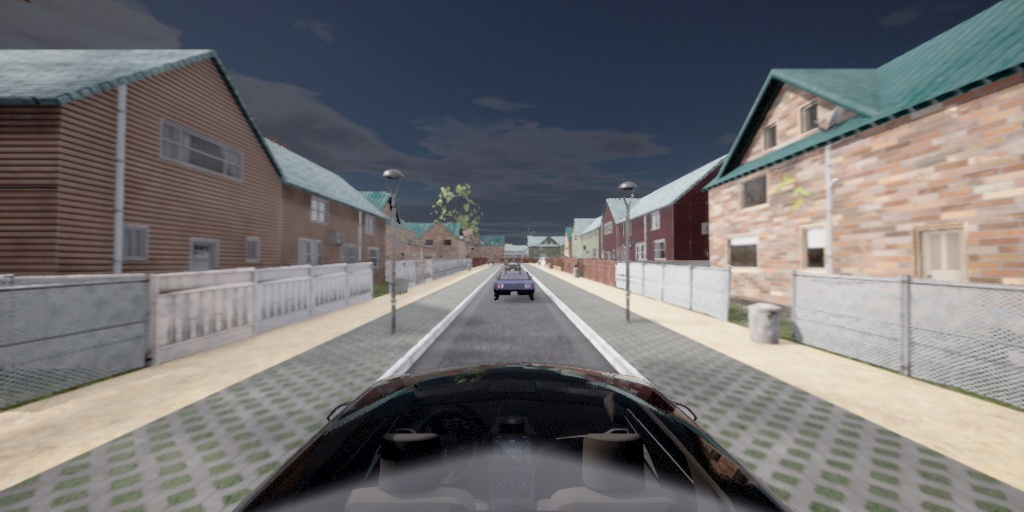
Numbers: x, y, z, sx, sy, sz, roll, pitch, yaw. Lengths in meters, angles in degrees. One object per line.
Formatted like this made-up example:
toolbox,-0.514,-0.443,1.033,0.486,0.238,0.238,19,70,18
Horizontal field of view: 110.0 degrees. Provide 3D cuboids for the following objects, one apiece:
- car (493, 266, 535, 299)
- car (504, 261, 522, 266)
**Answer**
car,0.098,1.359,17.923,1.895,1.301,4.718,0,0,0
car,0.098,1.295,40.696,1.812,1.442,4.674,0,0,0
